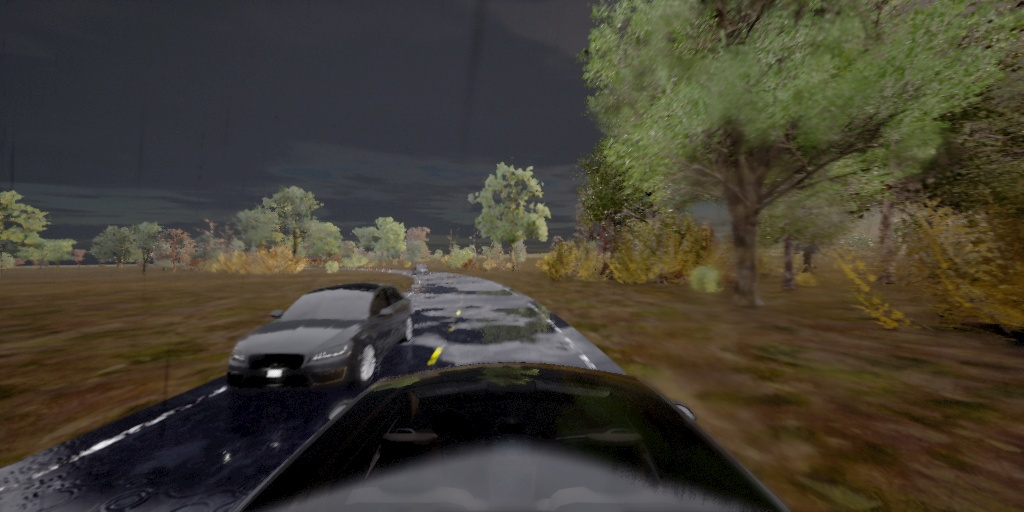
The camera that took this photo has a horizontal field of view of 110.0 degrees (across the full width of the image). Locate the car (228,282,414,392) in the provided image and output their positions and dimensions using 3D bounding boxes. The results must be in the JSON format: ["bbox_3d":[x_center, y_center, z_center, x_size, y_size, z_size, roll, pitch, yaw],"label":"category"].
[{"bbox_3d":[-3.298,1.339,7.215,1.837,1.490,4.892,0,-1,-3],"label":"car"}]

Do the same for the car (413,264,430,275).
[{"bbox_3d":[-12.589,1.865,49.488,2.128,1.511,4.902,0,-1,-22],"label":"car"}]
